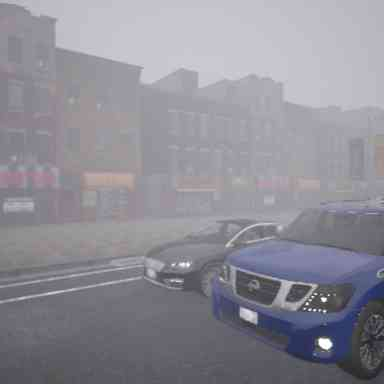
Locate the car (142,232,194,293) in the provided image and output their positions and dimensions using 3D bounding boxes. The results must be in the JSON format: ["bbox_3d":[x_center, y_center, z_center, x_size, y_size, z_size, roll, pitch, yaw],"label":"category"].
[{"bbox_3d":[1.134,1.450,8.477,4.902,1.511,2.128,0,0,-35],"label":"car"}]

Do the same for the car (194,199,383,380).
[{"bbox_3d":[2.958,1.180,5.786,5.566,2.045,2.150,0,0,-35],"label":"car"}]
